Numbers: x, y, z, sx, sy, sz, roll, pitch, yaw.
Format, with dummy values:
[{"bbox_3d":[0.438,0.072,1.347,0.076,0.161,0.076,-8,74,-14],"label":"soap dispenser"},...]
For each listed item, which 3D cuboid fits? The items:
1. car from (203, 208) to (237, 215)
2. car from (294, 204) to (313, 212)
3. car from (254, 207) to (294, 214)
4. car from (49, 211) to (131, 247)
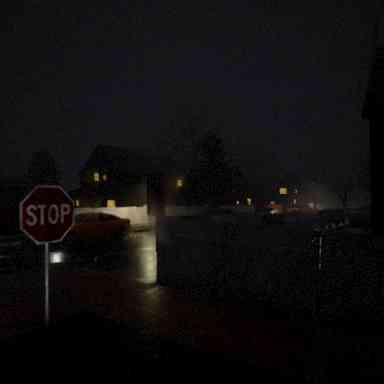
[{"bbox_3d":[2.179,2.097,27.406,1.837,1.490,4.892,-1,-2,35],"label":"car"},{"bbox_3d":[14.776,2.434,44.938,2.097,1.767,4.553,-1,-2,36],"label":"car"},{"bbox_3d":[6.677,2.176,28.650,2.033,1.411,5.357,-1,-2,35],"label":"car"},{"bbox_3d":[-5.312,1.777,16.899,1.882,1.535,5.008,-1,-2,35],"label":"car"}]
